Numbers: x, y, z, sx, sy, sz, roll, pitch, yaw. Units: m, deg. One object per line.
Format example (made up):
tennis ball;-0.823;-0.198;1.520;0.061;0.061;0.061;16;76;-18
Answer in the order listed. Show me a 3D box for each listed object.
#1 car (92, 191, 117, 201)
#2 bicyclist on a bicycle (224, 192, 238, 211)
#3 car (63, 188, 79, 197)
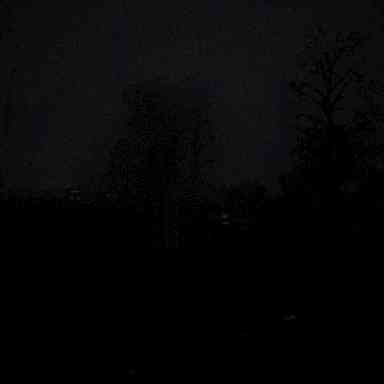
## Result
car;-12.314;0.497;46.751;2.033;1.411;5.357;-1;2;-36
bicyclist on a bicycle;3.483;0.868;29.812;1.656;1.620;0.582;-1;1;-35
car;-21.809;0.086;60.092;2.128;1.511;4.902;-1;2;-36
